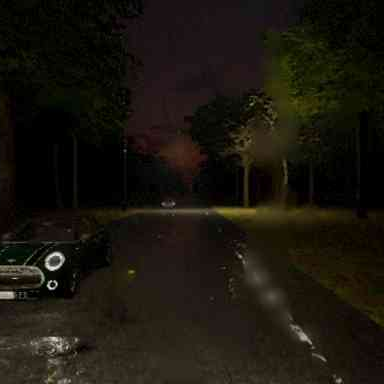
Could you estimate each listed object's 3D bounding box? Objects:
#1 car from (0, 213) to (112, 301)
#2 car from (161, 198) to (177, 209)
[{"bbox_3d":[-3.594,1.427,8.696,2.097,1.767,4.553,0,0,0],"label":"car"},{"bbox_3d":[-3.527,1.728,51.301,2.097,1.767,4.553,0,0,0],"label":"car"}]
